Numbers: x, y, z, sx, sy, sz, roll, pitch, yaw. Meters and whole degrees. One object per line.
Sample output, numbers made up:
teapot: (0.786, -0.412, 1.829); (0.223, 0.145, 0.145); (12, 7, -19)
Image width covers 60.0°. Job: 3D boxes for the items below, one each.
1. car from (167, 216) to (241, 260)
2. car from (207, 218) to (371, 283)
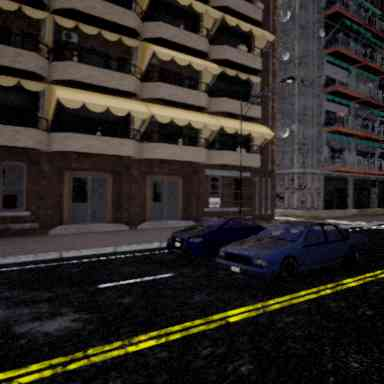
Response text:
car: (1.146, 1.608, 12.484); (4.181, 1.385, 1.994); (0, 0, -35)
car: (3.277, 1.593, 10.015); (5.357, 1.411, 2.033); (0, 0, -35)
